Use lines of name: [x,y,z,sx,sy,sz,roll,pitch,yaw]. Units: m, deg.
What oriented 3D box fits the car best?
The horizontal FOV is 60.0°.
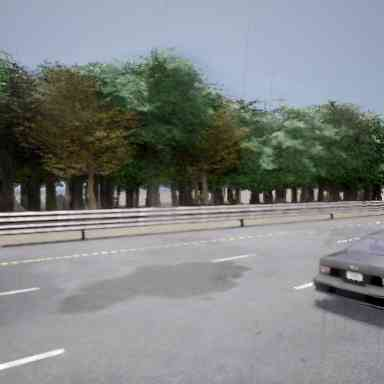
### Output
car: [4.943,1.549,7.397,5.357,1.411,2.033,0,0,-36]
